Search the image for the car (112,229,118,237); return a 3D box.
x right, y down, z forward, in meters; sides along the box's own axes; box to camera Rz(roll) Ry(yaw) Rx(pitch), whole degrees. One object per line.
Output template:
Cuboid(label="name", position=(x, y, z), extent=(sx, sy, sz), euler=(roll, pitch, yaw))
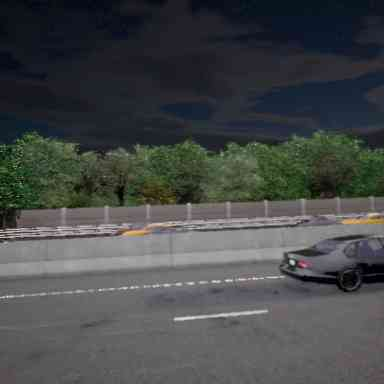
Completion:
Cuboid(label="car", position=(-4.834, 3.432, 29.593), extent=(4.553, 1.767, 2.097), euler=(-2, -4, -8))

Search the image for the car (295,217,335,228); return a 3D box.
Cuboid(label="car", position=(12.104, 3.090, 32.095), extent=(4.181, 1.385, 1.994), euler=(-2, -4, -8))

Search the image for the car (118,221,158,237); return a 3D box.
Cuboid(label="car", position=(-2.995, 3.276, 26.327), extent=(5.008, 1.535, 1.882), euler=(-2, -4, -8))

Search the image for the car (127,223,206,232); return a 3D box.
Cuboid(label="car", position=(-1.588, 3.079, 23.001), extent=(5.357, 1.411, 2.033), euler=(-2, -4, -8))

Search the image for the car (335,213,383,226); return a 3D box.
Cuboid(label="car", position=(15.628, 2.668, 29.095), extent=(5.008, 1.535, 1.882), euler=(-2, -4, -8))

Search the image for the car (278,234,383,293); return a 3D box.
Cuboid(label="car", position=(5.316, 1.963, 9.803), extent=(5.357, 1.411, 2.033), euler=(-2, -4, -8))

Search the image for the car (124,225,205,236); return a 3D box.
Cuboid(label="car", position=(-1.655, 2.877, 19.460), extent=(4.181, 1.385, 1.994), euler=(-2, -4, -8))
